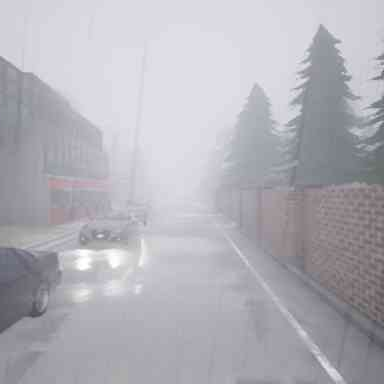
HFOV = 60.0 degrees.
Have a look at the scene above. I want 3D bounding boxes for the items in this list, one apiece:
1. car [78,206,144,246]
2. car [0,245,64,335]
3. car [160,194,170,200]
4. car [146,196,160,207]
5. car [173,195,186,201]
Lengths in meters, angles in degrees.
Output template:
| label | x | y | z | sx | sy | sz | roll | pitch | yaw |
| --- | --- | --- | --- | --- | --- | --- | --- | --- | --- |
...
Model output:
| label | x | y | z | sx | sy | sz | roll | pitch | yaw |
| --- | --- | --- | --- | --- | --- | --- | --- | --- | --- |
| car | -3.603 | 1.541 | 15.083 | 1.994 | 1.385 | 4.181 | 0 | 0 | 0 |
| car | -3.605 | 1.542 | 4.731 | 2.033 | 1.411 | 5.357 | 0 | 0 | 0 |
| car | -7.530 | 1.307 | 88.107 | 1.994 | 1.385 | 4.181 | 0 | 0 | -34 |
| car | -3.526 | 1.210 | 21.132 | 2.128 | 1.511 | 4.902 | 0 | 0 | 0 |
| car | -3.045 | 1.465 | 78.943 | 1.895 | 1.301 | 4.718 | 0 | 0 | -22 |
